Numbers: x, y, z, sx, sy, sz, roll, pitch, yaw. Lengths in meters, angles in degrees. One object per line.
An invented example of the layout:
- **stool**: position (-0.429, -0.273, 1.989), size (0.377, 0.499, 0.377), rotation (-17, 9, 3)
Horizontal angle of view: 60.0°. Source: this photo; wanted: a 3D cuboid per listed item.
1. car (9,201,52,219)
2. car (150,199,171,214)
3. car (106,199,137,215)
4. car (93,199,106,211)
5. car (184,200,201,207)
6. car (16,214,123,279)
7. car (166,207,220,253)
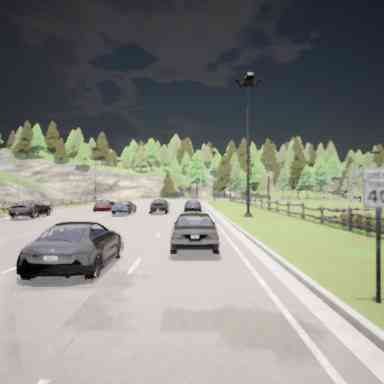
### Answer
- **car**: position (-13.902, 1.498, 28.933), size (2.128, 1.511, 4.902), rotation (0, 0, 0)
- **car**: position (-3.404, 1.513, 35.785), size (1.837, 1.490, 4.892), rotation (0, 0, 0)
- **car**: position (-6.904, 1.556, 34.123), size (2.033, 1.411, 5.357), rotation (0, 0, 0)
- **car**: position (-10.403, 1.574, 40.025), size (1.994, 1.385, 4.181), rotation (0, 0, 0)
- **car**: position (0.096, 1.574, 39.126), size (1.994, 1.385, 4.181), rotation (0, 0, 0)
- **car**: position (-3.400, 1.566, 10.008), size (1.994, 1.385, 4.181), rotation (0, 0, 0)
- **car**: position (0.099, 1.551, 13.652), size (2.033, 1.411, 5.357), rotation (0, 0, 0)
